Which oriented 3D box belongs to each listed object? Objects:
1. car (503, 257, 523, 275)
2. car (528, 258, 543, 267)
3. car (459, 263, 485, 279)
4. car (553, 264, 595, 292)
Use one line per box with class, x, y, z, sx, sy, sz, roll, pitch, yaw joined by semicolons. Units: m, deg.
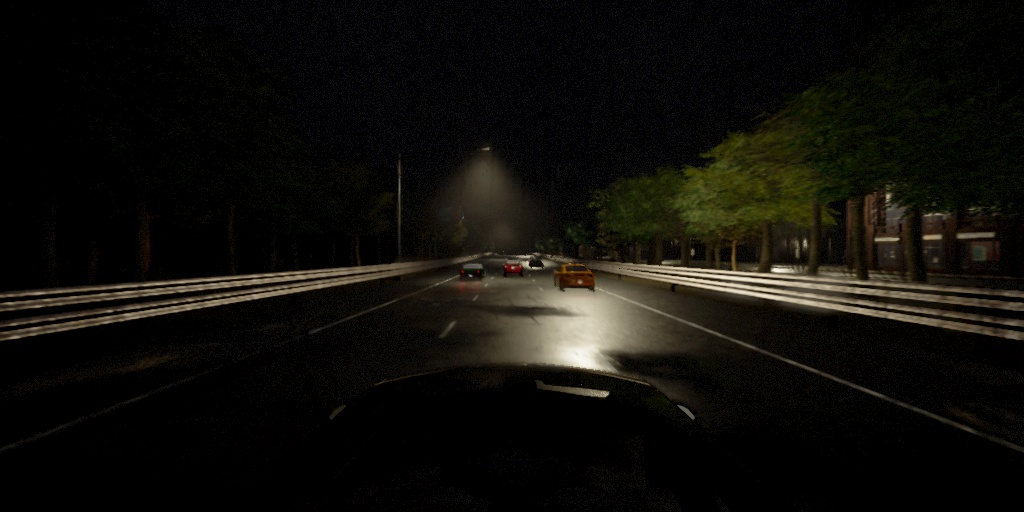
car;0.120;1.173;36.628;2.163;1.488;4.792;0;1;0
car;3.635;1.012;55.158;1.994;1.385;4.181;0;1;0
car;-3.384;1.309;31.606;1.895;1.301;4.718;0;0;0
car;3.611;1.226;21.467;1.882;1.535;5.008;0;0;0
